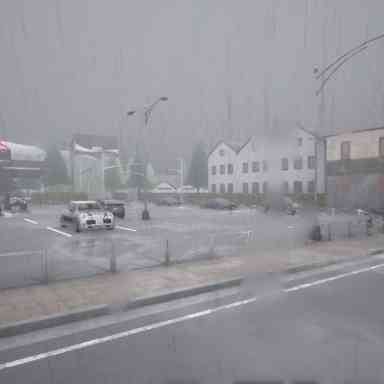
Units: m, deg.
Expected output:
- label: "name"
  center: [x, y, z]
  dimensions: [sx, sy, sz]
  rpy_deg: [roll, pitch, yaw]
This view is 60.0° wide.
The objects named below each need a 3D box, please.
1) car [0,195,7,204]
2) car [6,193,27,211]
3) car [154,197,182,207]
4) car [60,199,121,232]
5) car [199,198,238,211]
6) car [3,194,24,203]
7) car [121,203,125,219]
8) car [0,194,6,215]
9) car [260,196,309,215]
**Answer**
- label: "car"
  center: [-39.486, 1.495, 65.901]
  dimensions: [4.611, 1.667, 2.242]
  rpy_deg: [0, 0, -36]
- label: "car"
  center: [-20.120, 1.092, 37.950]
  dimensions: [1.905, 1.878, 3.866]
  rpy_deg: [0, 0, -36]
- label: "car"
  center: [-3.549, 1.371, 47.562]
  dimensions: [2.033, 1.411, 5.357]
  rpy_deg: [0, 0, -35]
- label: "car"
  center: [-5.603, 1.248, 17.685]
  dimensions: [1.970, 1.475, 3.806]
  rpy_deg: [0, 0, -36]
- label: "car"
  center: [2.935, 1.371, 38.388]
  dimensions: [2.033, 1.411, 5.357]
  rpy_deg: [0, 0, -36]
- label: "car"
  center: [-39.260, 1.328, 73.030]
  dimensions: [3.866, 1.878, 1.905]
  rpy_deg: [0, 0, -36]
- label: "car"
  center: [-6.733, 1.313, 25.548]
  dimensions: [2.007, 1.523, 4.514]
  rpy_deg: [0, 0, -36]
- label: "car"
  center: [-18.207, 1.113, 29.640]
  dimensions: [1.932, 1.855, 4.605]
  rpy_deg: [0, 0, -36]
- label: "car"
  center: [8.475, 1.176, 30.615]
  dimensions: [2.097, 1.767, 4.553]
  rpy_deg: [0, 0, -35]
